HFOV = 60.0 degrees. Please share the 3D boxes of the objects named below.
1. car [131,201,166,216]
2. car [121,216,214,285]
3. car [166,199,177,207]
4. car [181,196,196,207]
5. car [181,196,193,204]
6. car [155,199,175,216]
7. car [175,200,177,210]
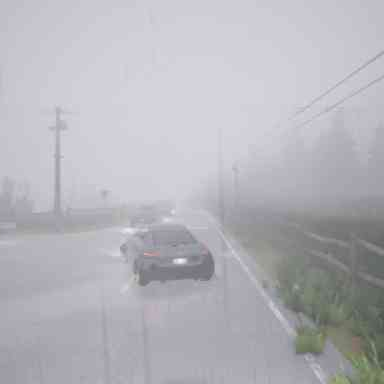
[{"bbox_3d":[-3.331,1.664,24.730,1.837,1.490,4.892,0,0,1],"label":"car"},{"bbox_3d":[-0.869,1.628,9.859,1.994,1.385,4.181,0,0,-17],"label":"car"},{"bbox_3d":[-3.688,1.991,60.982,1.895,1.301,4.718,0,0,-3],"label":"car"},{"bbox_3d":[-0.379,1.736,59.941,2.097,1.767,4.553,0,0,-4],"label":"car"},{"bbox_3d":[-1.084,1.636,69.997,2.097,1.767,4.553,0,0,-6],"label":"car"},{"bbox_3d":[-3.222,1.574,34.651,2.097,1.767,4.553,0,0,0],"label":"car"},{"bbox_3d":[-3.272,1.803,46.692,1.837,1.490,4.892,0,0,-1],"label":"car"}]
